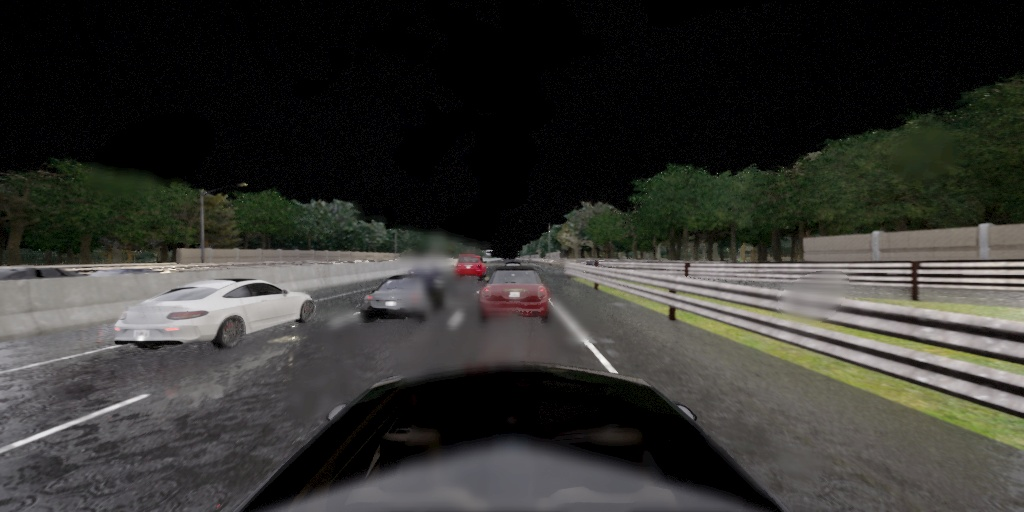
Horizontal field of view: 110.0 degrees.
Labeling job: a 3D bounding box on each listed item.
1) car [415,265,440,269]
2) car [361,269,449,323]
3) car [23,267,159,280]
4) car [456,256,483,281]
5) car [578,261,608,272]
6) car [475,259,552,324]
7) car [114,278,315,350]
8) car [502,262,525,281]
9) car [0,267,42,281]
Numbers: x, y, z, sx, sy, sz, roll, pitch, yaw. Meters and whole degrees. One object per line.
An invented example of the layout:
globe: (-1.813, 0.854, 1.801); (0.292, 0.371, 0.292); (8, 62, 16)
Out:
car: (-6.911, 1.365, 29.661); (1.895, 1.301, 4.718); (0, 0, 0)
car: (-3.404, 1.317, 12.130); (1.994, 1.385, 4.181); (0, 0, 0)
car: (-17.608, 1.280, 15.984); (1.812, 1.442, 4.674); (0, 0, 0)
car: (-3.412, 0.986, 30.717); (2.150, 2.045, 5.566); (0, 0, 0)
car: (9.434, 1.238, 41.774); (1.994, 1.385, 4.181); (-1, -1, -18)
car: (0.096, 1.105, 12.192); (2.097, 1.767, 4.553); (0, 0, 0)
car: (-6.903, 1.278, 8.985); (1.812, 1.442, 4.674); (0, 0, 0)
car: (0.088, 1.270, 31.289); (1.837, 1.490, 4.892); (0, 0, 0)
car: (-21.099, 1.259, 15.228); (1.837, 1.490, 4.892); (0, 0, 0)
